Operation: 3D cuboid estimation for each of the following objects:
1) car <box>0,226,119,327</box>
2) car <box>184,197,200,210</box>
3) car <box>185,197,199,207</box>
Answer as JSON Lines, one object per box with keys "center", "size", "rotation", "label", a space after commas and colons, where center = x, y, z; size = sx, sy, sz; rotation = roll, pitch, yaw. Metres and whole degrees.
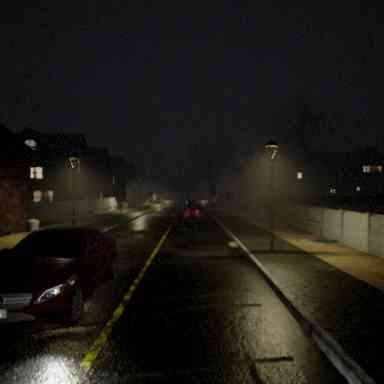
{"center": [-2.843, 1.517, 7.188], "size": [1.812, 1.442, 4.674], "rotation": [0, 0, 0], "label": "car"}
{"center": [0.000, 1.440, 41.443], "size": [2.128, 1.511, 4.902], "rotation": [0, 0, 0], "label": "car"}
{"center": [0.001, 1.488, 51.837], "size": [2.033, 1.411, 5.357], "rotation": [0, 0, 0], "label": "car"}
